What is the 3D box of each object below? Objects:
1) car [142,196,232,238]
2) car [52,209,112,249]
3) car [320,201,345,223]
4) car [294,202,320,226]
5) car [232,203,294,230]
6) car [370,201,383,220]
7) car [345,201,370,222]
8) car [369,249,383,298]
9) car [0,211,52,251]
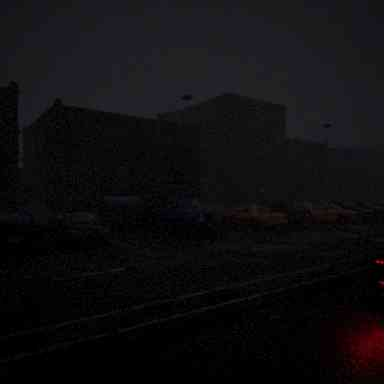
[{"bbox_3d":[-0.722,1.237,18.185,2.435,2.045,5.566,0,0,-36],"label":"car"},{"bbox_3d":[-5.217,1.528,14.992,2.002,1.452,4.674,0,0,-36],"label":"car"},{"bbox_3d":[8.106,1.500,24.796,1.946,1.575,5.366,0,0,-36],"label":"car"},{"bbox_3d":[5.960,1.528,23.060,2.163,1.488,4.792,0,0,-36],"label":"car"},{"bbox_3d":[3.629,1.490,21.577,1.946,1.575,5.366,0,0,-36],"label":"car"},{"bbox_3d":[12.720,1.549,27.836,2.163,1.488,4.792,0,0,-36],"label":"car"},{"bbox_3d":[10.569,1.508,26.104,1.946,1.575,5.366,0,0,-36],"label":"car"},{"bbox_3d":[5.739,1.511,7.223,4.892,1.490,1.837,0,0,-36],"label":"car"},{"bbox_3d":[-7.452,1.490,13.375,2.097,1.535,5.008,0,0,-36],"label":"car"}]
